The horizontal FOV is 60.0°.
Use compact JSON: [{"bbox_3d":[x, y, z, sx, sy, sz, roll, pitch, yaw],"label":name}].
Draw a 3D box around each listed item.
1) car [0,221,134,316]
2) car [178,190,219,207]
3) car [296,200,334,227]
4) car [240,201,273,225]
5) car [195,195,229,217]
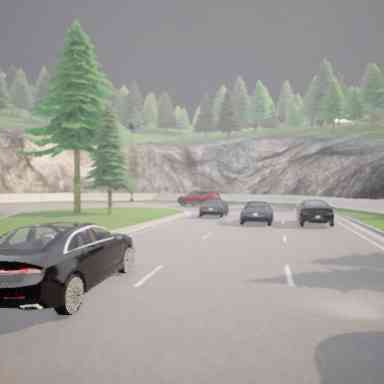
[{"bbox_3d":[-2.754,1.397,7.354,2.128,1.511,4.902,0,1,8],"label":"car"},{"bbox_3d":[0.843,0.737,39.644,5.566,2.045,2.150,1,0,41],"label":"car"},{"bbox_3d":[7.670,1.227,20.999,1.882,1.535,5.008,0,1,14],"label":"car"},{"bbox_3d":[4.289,1.299,21.831,1.994,1.385,4.181,0,1,14],"label":"car"},{"bbox_3d":[1.811,1.235,26.880,1.994,1.385,4.181,0,1,12],"label":"car"}]
